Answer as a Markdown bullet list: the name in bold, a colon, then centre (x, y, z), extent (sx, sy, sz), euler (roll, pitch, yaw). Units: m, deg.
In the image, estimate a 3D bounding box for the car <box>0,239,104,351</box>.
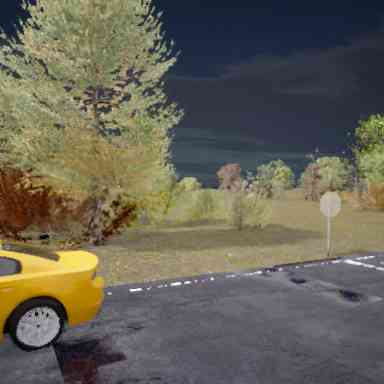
- **car**: centre (-3.839, 1.439, 4.725), extent (5.008, 1.535, 1.882), euler (1, 0, -30)
